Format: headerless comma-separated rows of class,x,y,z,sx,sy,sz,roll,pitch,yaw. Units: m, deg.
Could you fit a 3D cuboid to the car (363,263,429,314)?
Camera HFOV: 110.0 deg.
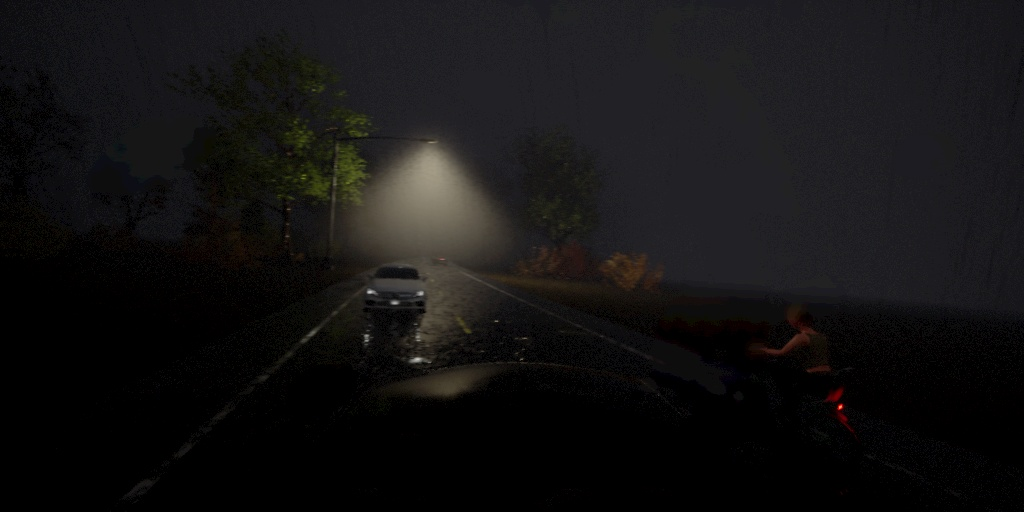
car,-3.967,1.002,12.479,1.812,1.442,4.674,4,0,-16

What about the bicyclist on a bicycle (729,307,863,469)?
bicyclist on a bicycle,3.253,1.393,4.228,0.866,1.612,1.509,4,0,-17

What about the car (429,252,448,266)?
car,-10.212,0.594,50.821,2.128,1.511,4.902,4,0,-13
